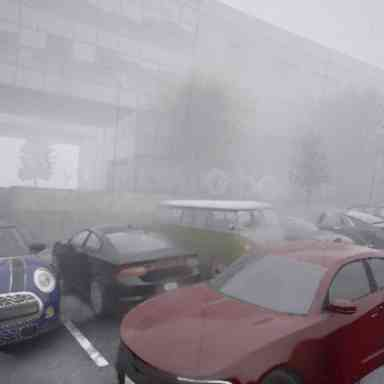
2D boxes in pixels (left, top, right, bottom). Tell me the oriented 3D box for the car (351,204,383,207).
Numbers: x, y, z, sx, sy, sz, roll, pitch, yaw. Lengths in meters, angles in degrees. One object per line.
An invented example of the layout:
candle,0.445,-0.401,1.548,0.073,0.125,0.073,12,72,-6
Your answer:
car,7.425,1.278,14.222,2.185,1.767,4.553,0,0,-35

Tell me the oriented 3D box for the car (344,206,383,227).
car,5.137,1.420,12.623,2.231,1.521,4.892,0,0,-35

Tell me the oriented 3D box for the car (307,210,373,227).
car,2.855,1.435,11.010,2.231,1.521,4.892,0,0,-35

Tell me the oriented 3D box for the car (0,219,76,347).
car,-3.984,1.353,6.163,2.185,1.767,4.553,0,0,-35

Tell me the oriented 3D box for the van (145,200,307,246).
van,0.651,1.223,9.288,1.878,1.987,4.442,0,0,-35

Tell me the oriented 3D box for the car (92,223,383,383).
car,1.485,1.458,4.437,5.008,1.535,1.882,0,0,-35
